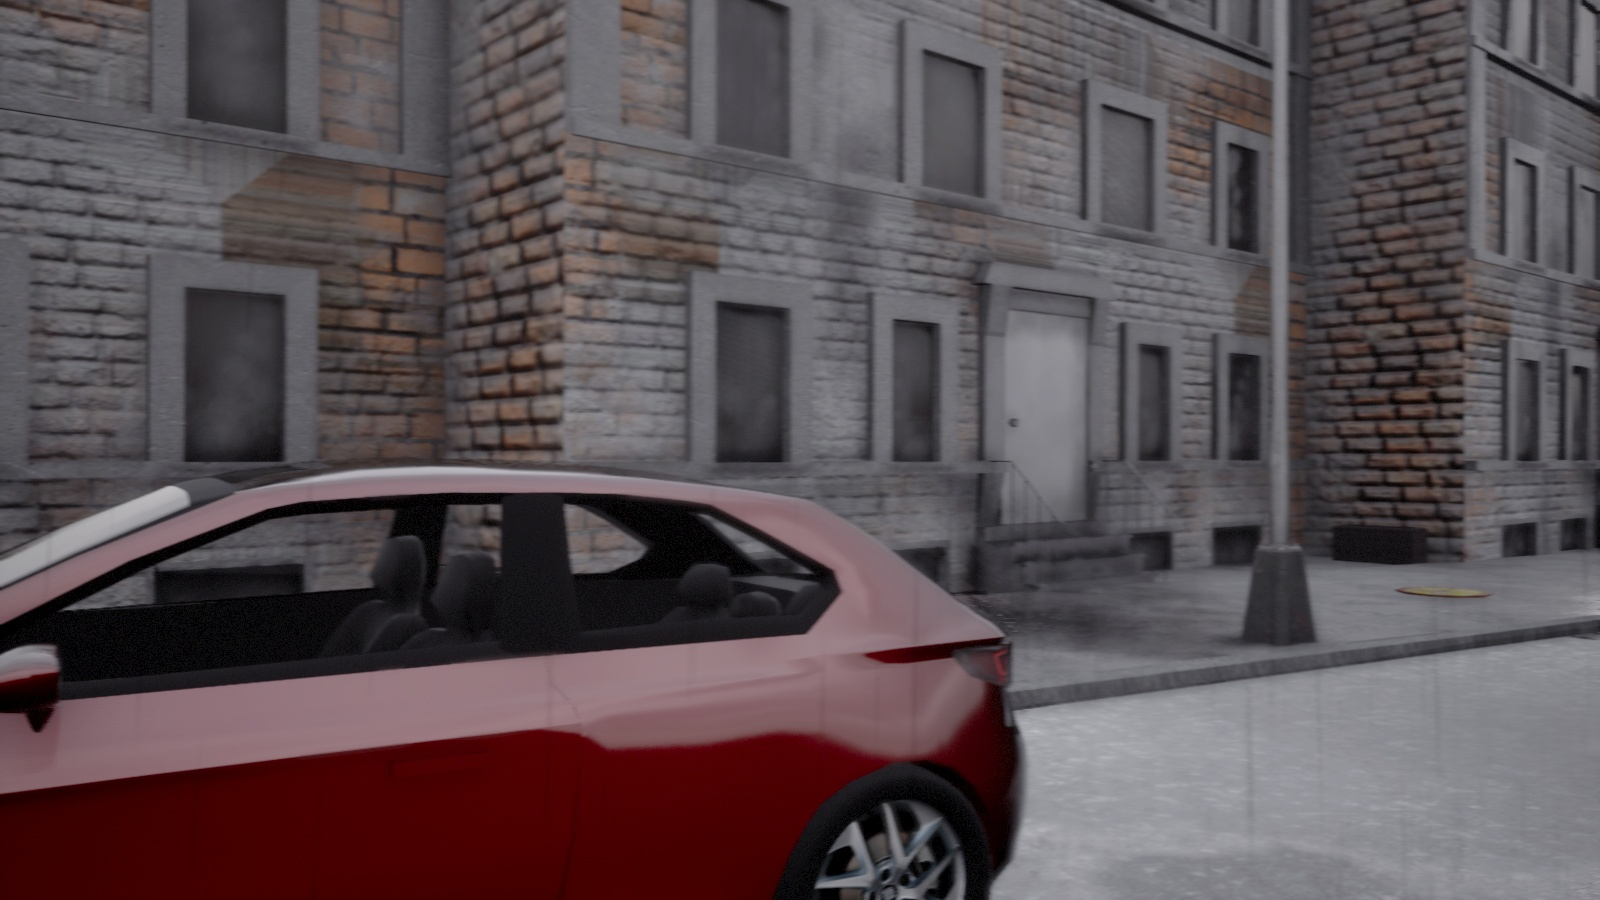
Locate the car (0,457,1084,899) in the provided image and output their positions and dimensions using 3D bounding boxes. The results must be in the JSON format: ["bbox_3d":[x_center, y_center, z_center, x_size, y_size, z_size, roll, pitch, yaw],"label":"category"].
[{"bbox_3d":[-1.471,0.766,3.218,4.193,1.474,1.816,0,0,-31],"label":"car"}]
